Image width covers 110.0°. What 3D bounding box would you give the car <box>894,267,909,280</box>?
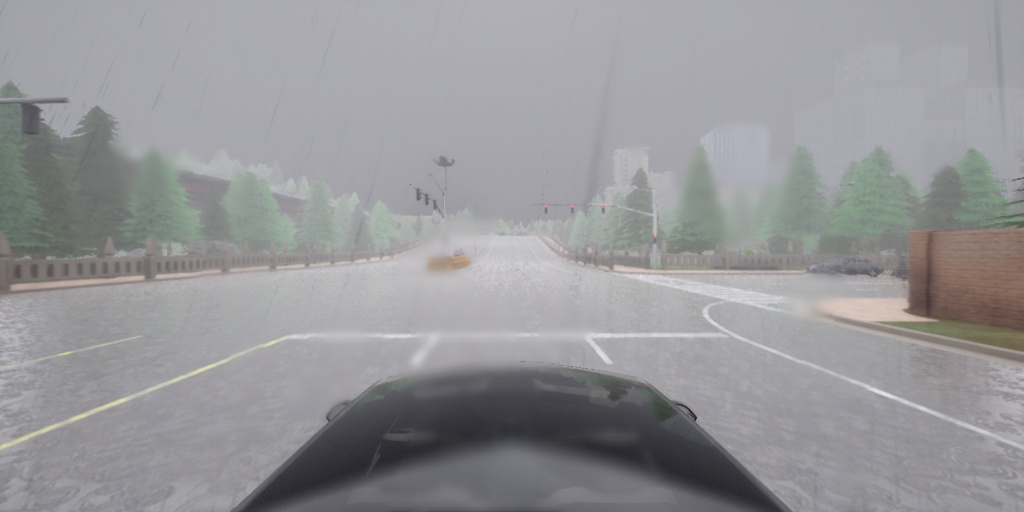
[{"bbox_3d":[28.861,0.949,23.892,5.357,1.411,2.033,0,1,0],"label":"car"}]

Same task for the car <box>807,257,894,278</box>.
[{"bbox_3d":[25.402,0.838,27.397,4.902,1.511,2.128,0,1,0],"label":"car"}]
